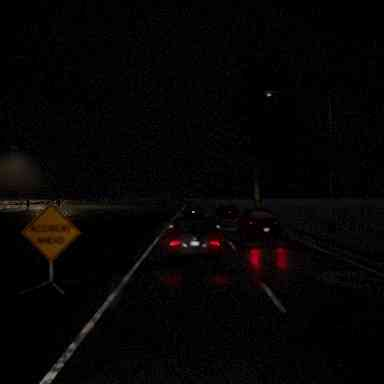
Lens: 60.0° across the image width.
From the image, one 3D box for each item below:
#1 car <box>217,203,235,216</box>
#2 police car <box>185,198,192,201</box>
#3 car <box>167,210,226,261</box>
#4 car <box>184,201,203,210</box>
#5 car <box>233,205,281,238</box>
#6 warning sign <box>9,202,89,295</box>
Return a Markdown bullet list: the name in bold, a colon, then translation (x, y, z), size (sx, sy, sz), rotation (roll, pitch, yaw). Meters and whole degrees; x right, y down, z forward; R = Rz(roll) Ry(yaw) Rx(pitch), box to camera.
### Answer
- **car**: translation (3.634, 1.826, 34.412), size (1.882, 1.535, 5.008), rotation (0, -1, 0)
- **police car**: translation (-0.952, 2.616, 87.330), size (1.930, 1.638, 5.238), rotation (0, -1, 0)
- **car**: translation (0.100, 1.627, 12.524), size (2.033, 1.411, 5.357), rotation (0, 0, 0)
- **car**: translation (0.131, 1.896, 33.424), size (1.994, 1.385, 4.181), rotation (0, -1, 0)
- **car**: translation (3.625, 1.661, 18.406), size (1.812, 1.442, 4.674), rotation (0, -1, 0)
- **warning sign**: translation (-3.048, 1.155, 7.237), size (1.300, 1.860, 1.060), rotation (0, -1, 0)
